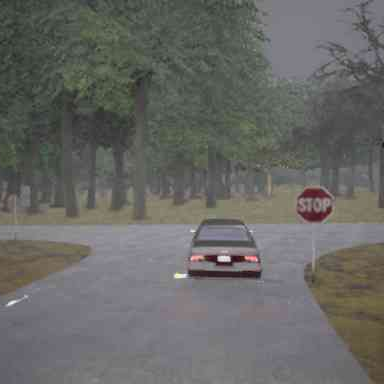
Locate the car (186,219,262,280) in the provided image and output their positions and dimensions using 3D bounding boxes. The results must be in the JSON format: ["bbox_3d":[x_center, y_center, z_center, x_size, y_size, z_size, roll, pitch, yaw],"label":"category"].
[{"bbox_3d":[0.873,1.498,9.805,2.033,1.411,5.357,0,0,4],"label":"car"}]
